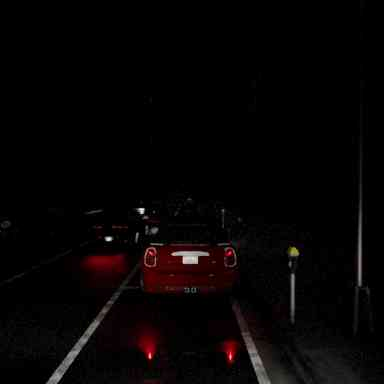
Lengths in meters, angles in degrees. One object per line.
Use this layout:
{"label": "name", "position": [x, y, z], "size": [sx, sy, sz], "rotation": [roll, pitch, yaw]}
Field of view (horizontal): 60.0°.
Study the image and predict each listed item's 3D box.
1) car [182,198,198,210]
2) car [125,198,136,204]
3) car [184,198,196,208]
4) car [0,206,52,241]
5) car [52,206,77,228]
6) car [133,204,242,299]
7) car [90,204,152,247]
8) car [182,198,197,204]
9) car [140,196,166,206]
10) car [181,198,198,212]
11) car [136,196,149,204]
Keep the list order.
{"label": "car", "position": [-0.278, 1.543, 44.111], "size": [1.947, 1.339, 4.313], "rotation": [-1, 0, 0]}
{"label": "car", "position": [-8.822, 1.516, 49.695], "size": [1.887, 1.381, 4.507], "rotation": [-1, 0, 0]}
{"label": "car", "position": [-0.276, 1.554, 49.696], "size": [1.802, 1.307, 4.206], "rotation": [-1, 0, 0]}
{"label": "car", "position": [-8.823, 1.435, 16.181], "size": [1.967, 1.590, 4.097], "rotation": [-1, 0, 0]}
{"label": "car", "position": [-8.822, 1.575, 21.767], "size": [1.802, 1.307, 4.206], "rotation": [-1, 0, 0]}
{"label": "car", "position": [-0.033, 1.350, 8.622], "size": [2.097, 1.767, 4.553], "rotation": [0, 0, 0]}
{"label": "car", "position": [-3.142, 1.504, 14.992], "size": [1.837, 1.490, 4.892], "rotation": [0, 0, 0]}
{"label": "car", "position": [-0.280, 1.537, 32.939], "size": [2.008, 1.369, 4.403], "rotation": [-1, 0, 0]}
{"label": "car", "position": [-3.141, 1.466, 30.186], "size": [1.882, 1.535, 5.008], "rotation": [0, 0, 0]}
{"label": "car", "position": [-0.279, 1.507, 38.694], "size": [1.752, 1.417, 4.829], "rotation": [-1, 0, 0]}
{"label": "car", "position": [-6.147, 1.324, 47.364], "size": [2.097, 1.767, 4.553], "rotation": [0, 0, 0]}
